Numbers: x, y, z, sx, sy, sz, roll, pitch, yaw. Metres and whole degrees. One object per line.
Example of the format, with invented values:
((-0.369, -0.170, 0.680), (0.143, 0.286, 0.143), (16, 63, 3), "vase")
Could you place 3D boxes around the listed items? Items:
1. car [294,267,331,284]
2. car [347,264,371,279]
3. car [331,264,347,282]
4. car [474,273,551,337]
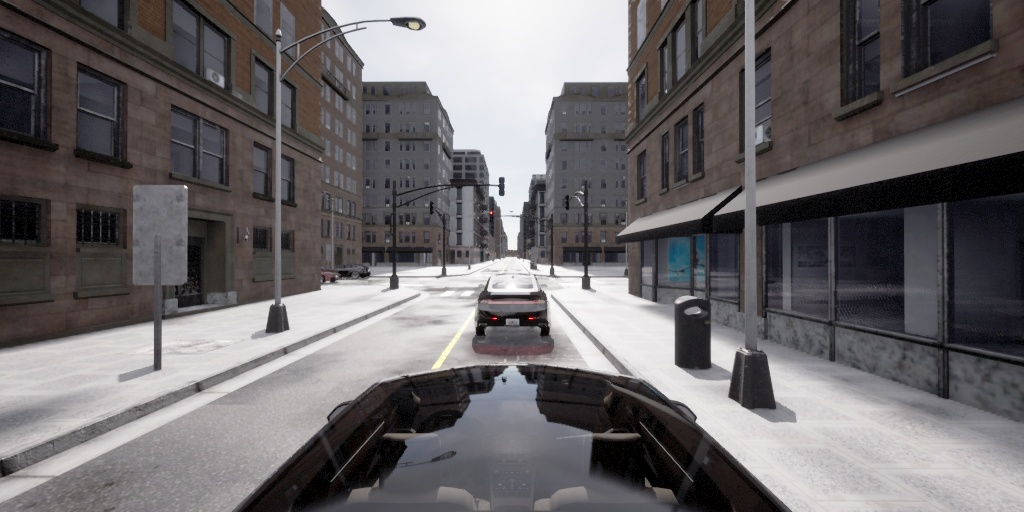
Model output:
((-14.707, 1.288, 23.531), (4.313, 1.339, 1.948), (0, 0, 0), "car")
((-14.677, 1.329, 31.557), (4.313, 1.339, 1.948), (0, 0, 0), "car")
((-14.735, 1.299, 26.075), (4.181, 1.385, 1.994), (0, 0, 0), "car")
((0.024, 1.241, 10.341), (2.128, 1.511, 4.902), (0, 0, 0), "car")
